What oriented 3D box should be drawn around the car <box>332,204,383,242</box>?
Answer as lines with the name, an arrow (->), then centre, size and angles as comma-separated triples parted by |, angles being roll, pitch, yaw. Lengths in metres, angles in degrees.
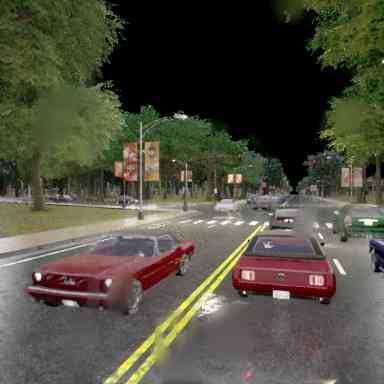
car -> 8.138, 1.353, 16.203 | 2.097, 1.767, 4.553 | 0, 0, 17

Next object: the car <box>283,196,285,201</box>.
car -> 19.095, 1.551, 73.311 | 2.033, 1.411, 5.357 | 0, 0, 17

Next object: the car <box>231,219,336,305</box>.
car -> 2.293, 1.601, 8.233 | 1.895, 1.301, 4.718 | 0, 0, 17

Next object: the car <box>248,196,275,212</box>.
car -> 8.381, 1.542, 39.535 | 2.033, 1.411, 5.357 | 0, 0, 18

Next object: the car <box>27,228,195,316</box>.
car -> -1.448, 1.601, 7.811 | 1.895, 1.301, 4.718 | 0, 0, 17

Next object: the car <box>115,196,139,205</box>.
car -> -10.723, 1.362, 54.730 | 4.902, 1.511, 2.128 | 0, 0, 41

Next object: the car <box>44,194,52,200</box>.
car -> -31.480, 1.259, 76.713 | 4.674, 1.442, 1.812 | 0, 0, 40

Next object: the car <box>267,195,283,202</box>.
car -> 15.604, 1.534, 62.328 | 1.812, 1.442, 4.674 | 0, 0, 18

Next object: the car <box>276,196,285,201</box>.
car -> 22.241, 1.610, 83.365 | 1.895, 1.301, 4.718 | 0, 0, 17

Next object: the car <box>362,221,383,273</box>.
car -> 5.498, 1.601, 7.611 | 1.895, 1.301, 4.718 | 0, 0, 17

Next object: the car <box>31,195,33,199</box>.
car -> -39.060, 1.253, 83.155 | 4.181, 1.385, 1.994 | 0, 0, 40

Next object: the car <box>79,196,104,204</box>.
car -> -18.130, 1.423, 61.037 | 4.718, 1.301, 1.895 | 0, 0, 41

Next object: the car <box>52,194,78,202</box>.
car -> -25.850, 1.300, 67.663 | 4.674, 1.442, 1.812 | 0, 0, 40

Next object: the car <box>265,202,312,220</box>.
car -> 5.006, 1.505, 17.086 | 1.837, 1.490, 4.892 | 0, 0, 17

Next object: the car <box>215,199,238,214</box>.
car -> 3.789, 1.520, 35.821 | 1.812, 1.442, 4.674 | 0, 0, 17

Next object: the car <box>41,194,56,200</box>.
car -> -36.954, 1.253, 85.631 | 4.181, 1.385, 1.994 | 0, 0, 40

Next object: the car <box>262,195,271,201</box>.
car -> 18.441, 1.491, 82.102 | 1.882, 1.535, 5.008 | 0, 0, 17

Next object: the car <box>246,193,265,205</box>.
car -> 10.945, 1.228, 58.392 | 2.150, 2.045, 5.566 | 0, 0, 18
